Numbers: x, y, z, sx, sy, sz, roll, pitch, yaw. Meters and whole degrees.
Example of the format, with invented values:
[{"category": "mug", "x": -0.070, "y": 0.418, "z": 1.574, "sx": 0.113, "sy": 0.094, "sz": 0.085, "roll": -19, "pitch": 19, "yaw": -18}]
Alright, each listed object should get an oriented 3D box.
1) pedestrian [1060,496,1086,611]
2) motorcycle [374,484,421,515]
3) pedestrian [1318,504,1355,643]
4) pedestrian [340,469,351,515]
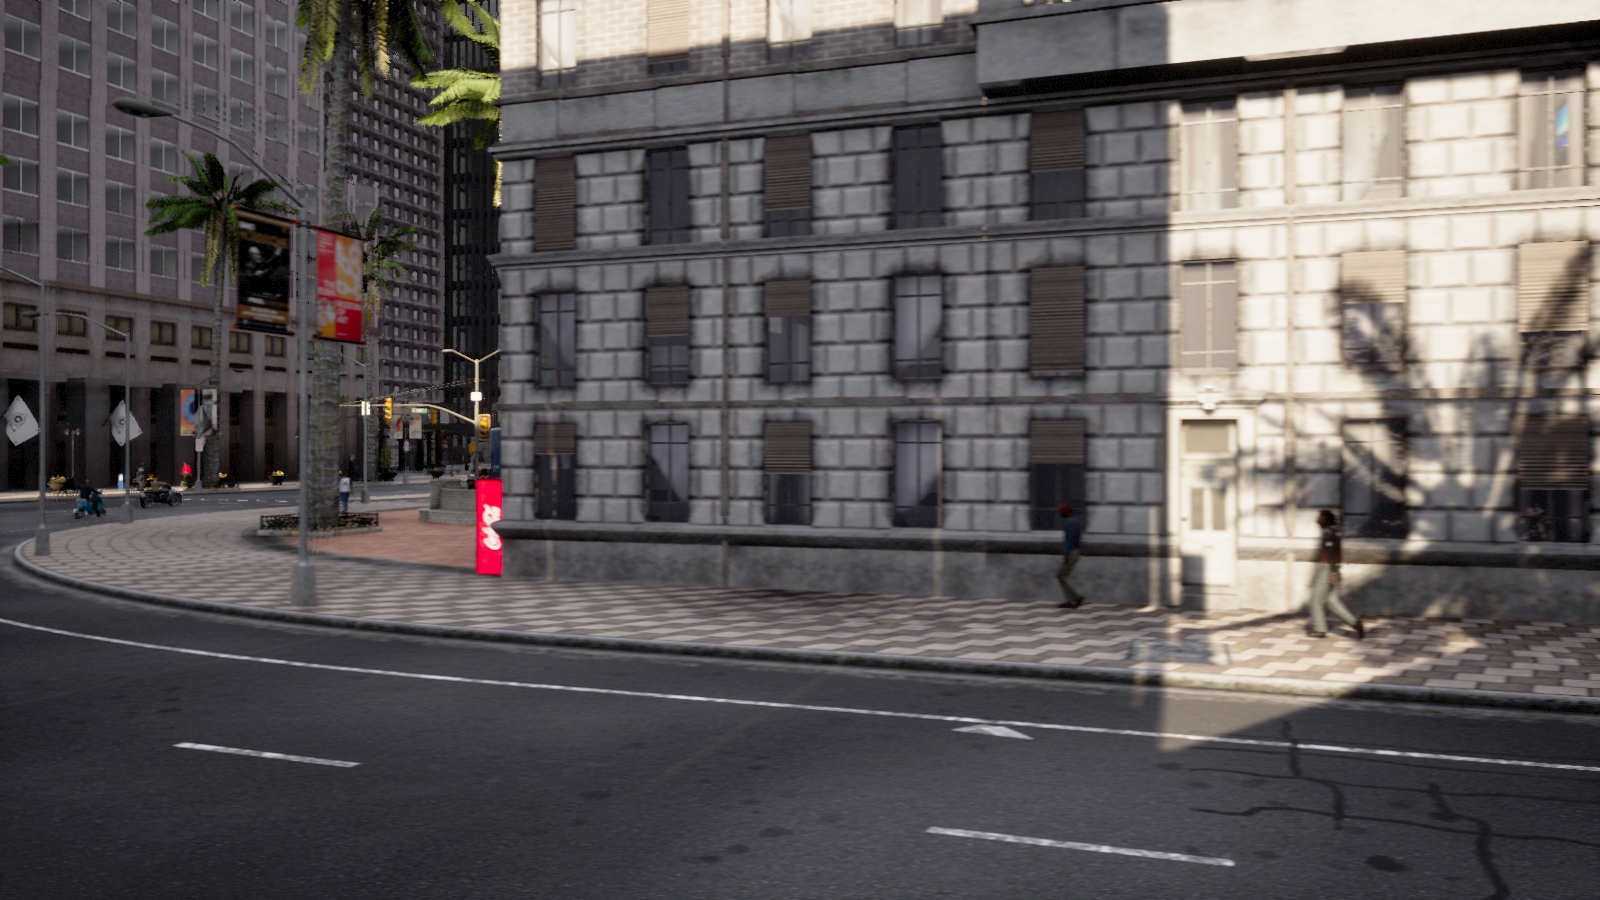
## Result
[{"category": "pedestrian", "x": 4.502, "y": 1.697, "z": 18.831, "sx": 0.375, "sy": 1.860, "sz": 0.375, "roll": 0, "pitch": 0, "yaw": 20}, {"category": "motorcycle", "x": -17.877, "y": 2.171, "z": 50.763, "sx": 0.764, "sy": 1.277, "sz": 2.356, "roll": 0, "pitch": 0, "yaw": 15}, {"category": "pedestrian", "x": 7.445, "y": 1.697, "z": 15.854, "sx": 0.375, "sy": 1.860, "sz": 0.375, "roll": 0, "pitch": 0, "yaw": 43}, {"category": "pedestrian", "x": -18.338, "y": 1.698, "z": 46.103, "sx": 0.375, "sy": 1.860, "sz": 0.375, "roll": 0, "pitch": 0, "yaw": -31}]
